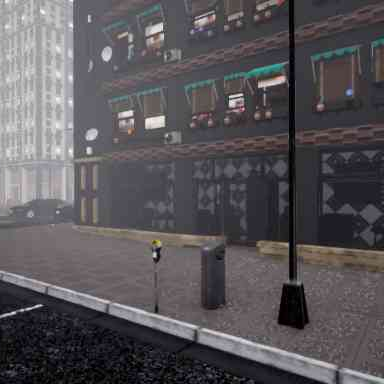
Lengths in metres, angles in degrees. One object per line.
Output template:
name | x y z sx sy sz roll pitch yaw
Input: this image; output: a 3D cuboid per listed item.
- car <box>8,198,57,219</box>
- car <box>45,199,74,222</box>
car | -11.882 1.239 26.388 1.837 1.490 4.892 0 1 35
car | -7.317 1.279 22.792 1.947 1.339 4.313 1 1 35
